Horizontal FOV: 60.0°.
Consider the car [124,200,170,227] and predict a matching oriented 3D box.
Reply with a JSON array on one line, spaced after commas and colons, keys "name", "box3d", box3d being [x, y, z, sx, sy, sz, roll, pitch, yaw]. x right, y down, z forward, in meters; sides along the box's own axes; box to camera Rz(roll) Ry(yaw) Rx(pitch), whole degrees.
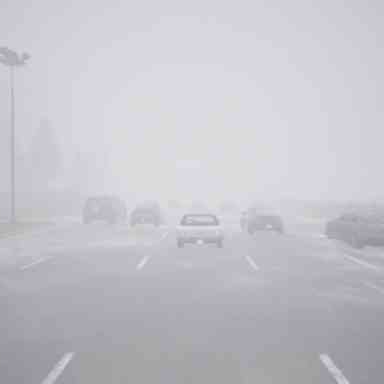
[{"name": "car", "box3d": [-3.004, 1.558, 23.220, 2.128, 1.511, 4.902, 0, 0, 1]}]

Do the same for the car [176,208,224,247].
[{"name": "car", "box3d": [0.352, 1.632, 15.118, 1.895, 1.301, 4.718, 0, 0, 1]}]

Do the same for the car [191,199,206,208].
[{"name": "car", "box3d": [0.877, 1.653, 43.480, 1.994, 1.385, 4.181, 0, 0, 1]}]

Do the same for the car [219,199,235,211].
[{"name": "car", "box3d": [4.350, 1.593, 41.810, 1.812, 1.442, 4.674, 0, 0, 1]}]

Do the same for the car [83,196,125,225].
[{"name": "car", "box3d": [-6.469, 1.310, 25.204, 2.150, 2.045, 5.566, 0, 0, 1]}]

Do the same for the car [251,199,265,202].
[{"name": "car", "box3d": [7.801, 1.569, 39.136, 1.812, 1.442, 4.674, 0, 0, 1]}]

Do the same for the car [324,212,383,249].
[{"name": "car", "box3d": [7.334, 1.557, 14.421, 1.994, 1.385, 4.181, 0, 0, 1]}]

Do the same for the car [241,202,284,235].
[{"name": "car", "box3d": [3.920, 1.546, 18.971, 1.812, 1.442, 4.674, 0, 0, 1]}]

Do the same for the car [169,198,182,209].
[{"name": "car", "box3d": [-2.546, 1.593, 47.567, 1.882, 1.535, 5.008, 0, 0, 1]}]
